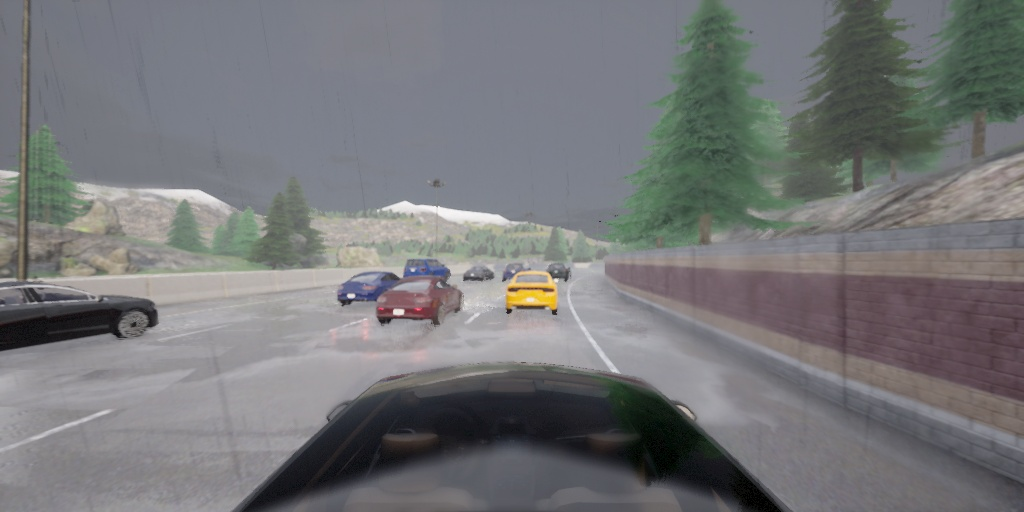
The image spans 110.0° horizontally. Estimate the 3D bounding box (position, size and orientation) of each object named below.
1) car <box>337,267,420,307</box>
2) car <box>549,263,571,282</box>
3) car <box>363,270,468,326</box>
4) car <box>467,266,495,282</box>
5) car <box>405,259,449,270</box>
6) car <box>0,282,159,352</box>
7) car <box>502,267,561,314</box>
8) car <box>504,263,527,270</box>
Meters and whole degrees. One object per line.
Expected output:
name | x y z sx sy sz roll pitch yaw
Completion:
car | -5.988 1.407 16.176 1.812 1.442 4.674 0 -1 6
car | 4.511 1.463 34.484 2.097 1.767 4.553 0 -1 14
car | -2.899 1.374 11.983 1.812 1.442 4.674 0 -1 4
car | -2.997 1.636 33.275 1.994 1.385 4.181 0 -1 13
car | -7.203 1.252 30.708 2.150 2.045 5.566 0 -1 12
car | -10.176 1.265 7.318 2.128 1.511 4.902 0 -1 2
car | 0.873 1.367 14.665 1.882 1.535 5.008 0 -1 6
car | 0.618 1.438 33.336 2.097 1.767 4.553 0 -1 13
